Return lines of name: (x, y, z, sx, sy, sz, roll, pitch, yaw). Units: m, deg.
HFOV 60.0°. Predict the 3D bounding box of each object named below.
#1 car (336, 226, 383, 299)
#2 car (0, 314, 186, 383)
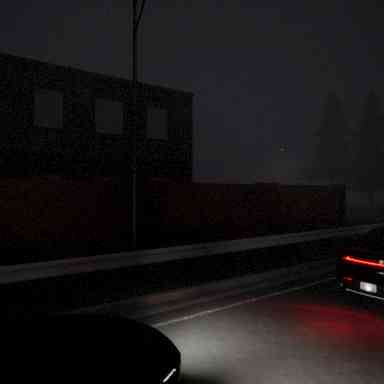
car: (5.232, 1.505, 7.521, 4.892, 1.490, 1.837, 0, 0, -35)
car: (-2.196, 1.526, 2.180, 4.674, 1.442, 1.812, 0, 0, -35)
